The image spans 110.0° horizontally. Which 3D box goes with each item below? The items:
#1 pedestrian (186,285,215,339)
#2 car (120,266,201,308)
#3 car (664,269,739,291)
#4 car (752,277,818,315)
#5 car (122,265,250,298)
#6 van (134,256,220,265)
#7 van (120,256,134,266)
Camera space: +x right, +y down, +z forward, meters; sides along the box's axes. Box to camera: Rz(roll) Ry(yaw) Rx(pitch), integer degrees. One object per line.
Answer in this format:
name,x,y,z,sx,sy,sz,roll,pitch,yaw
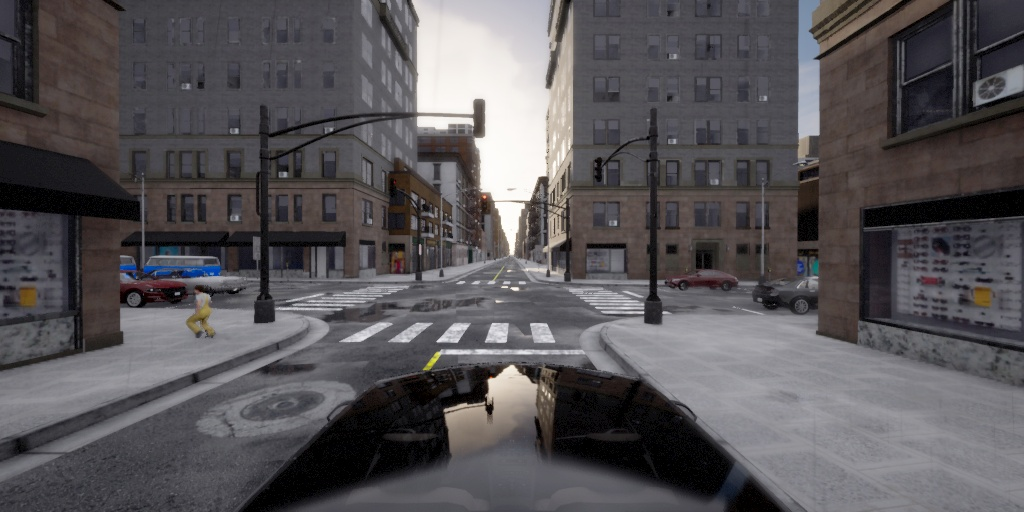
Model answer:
pedestrian,-6.879,1.173,7.971,0.375,1.300,0.375,0,0,0
car,-15.144,1.188,13.828,4.507,1.381,1.888,0,0,0
car,11.655,1.440,22.160,4.207,1.307,1.802,0,0,0
car,11.619,1.456,13.635,4.403,1.370,2.007,0,0,0
car,-15.055,1.229,16.581,4.718,1.301,1.895,1,0,-2
van,-20.600,0.883,22.401,3.998,1.789,1.690,0,0,0
van,-26.091,0.831,22.441,3.998,1.789,1.690,0,0,0
